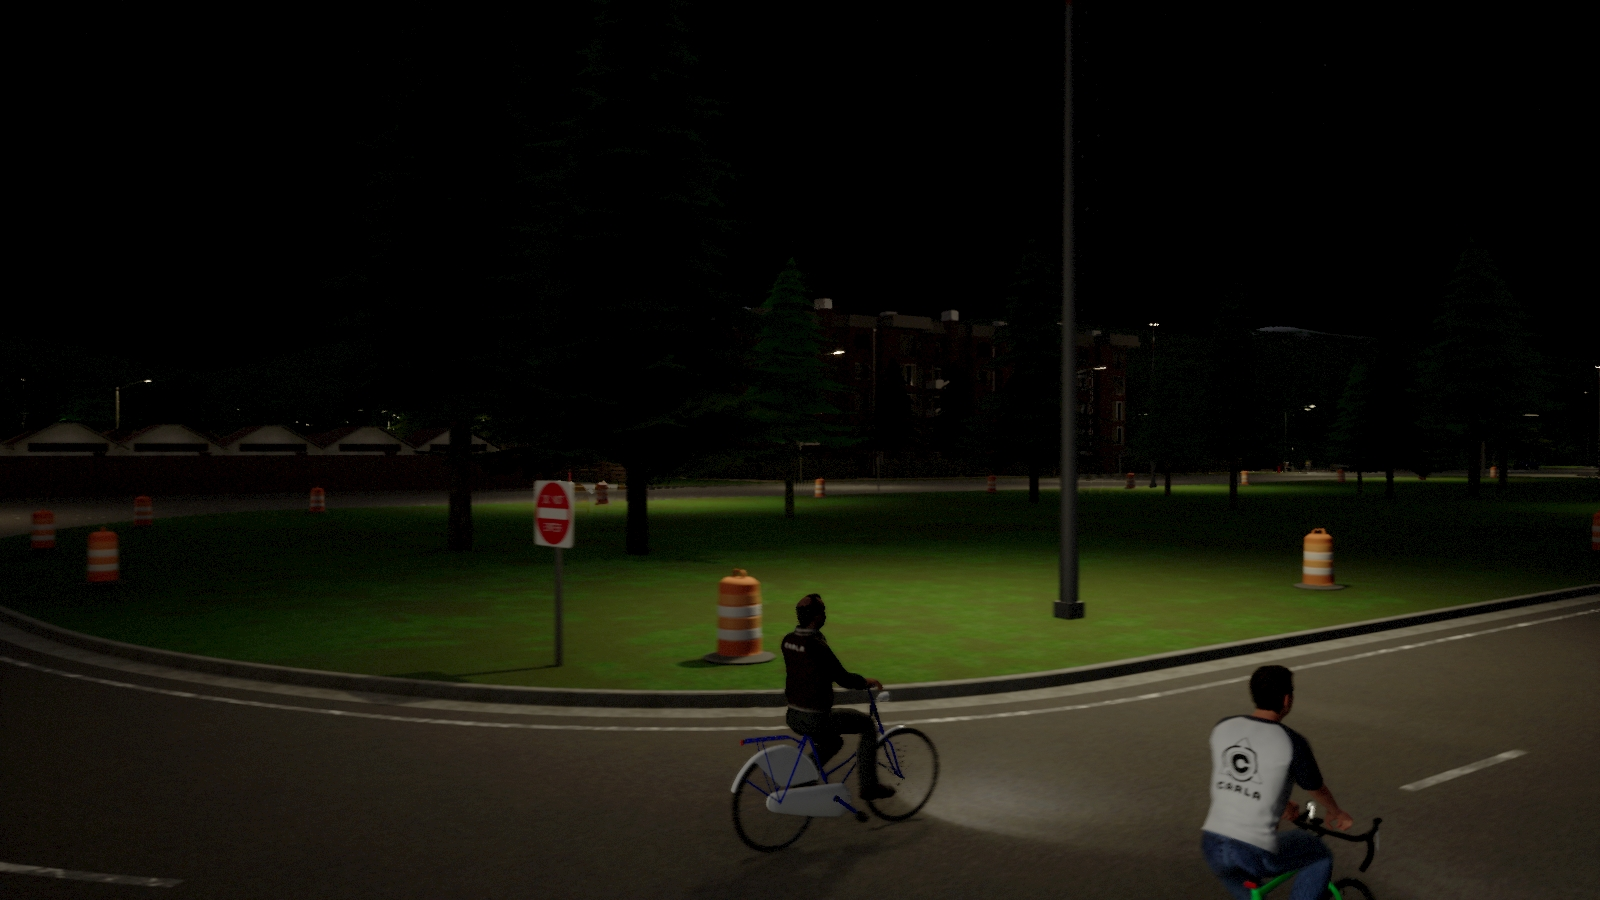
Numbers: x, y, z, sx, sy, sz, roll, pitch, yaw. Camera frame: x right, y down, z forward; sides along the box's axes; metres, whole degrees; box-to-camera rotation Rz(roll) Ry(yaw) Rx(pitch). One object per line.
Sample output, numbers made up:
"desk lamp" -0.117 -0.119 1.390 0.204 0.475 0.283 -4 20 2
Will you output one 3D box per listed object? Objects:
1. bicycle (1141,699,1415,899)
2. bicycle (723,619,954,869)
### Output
"bicycle" 2.295 2.055 5.394 1.643 1.496 0.373 0 0 -35
"bicycle" 0.317 2.059 8.289 1.835 1.471 0.329 0 0 -35
